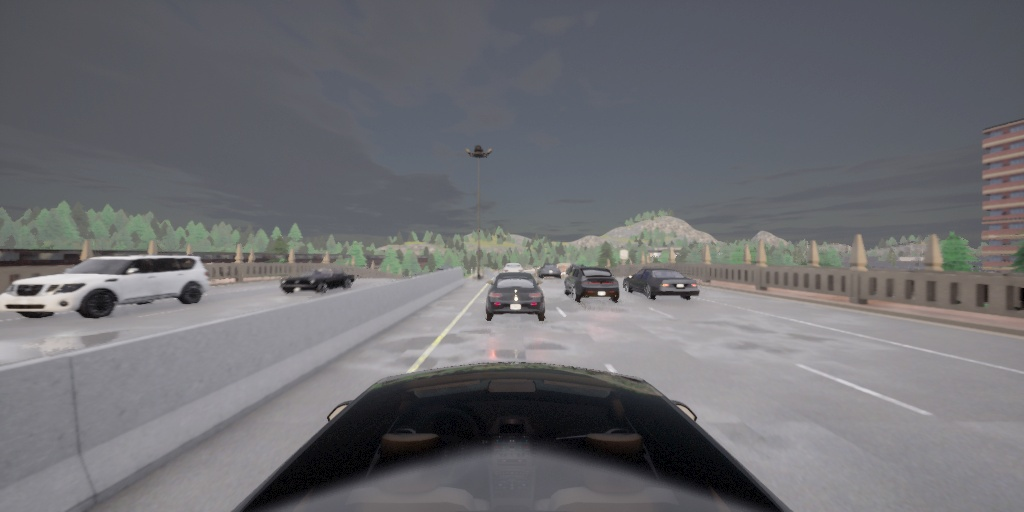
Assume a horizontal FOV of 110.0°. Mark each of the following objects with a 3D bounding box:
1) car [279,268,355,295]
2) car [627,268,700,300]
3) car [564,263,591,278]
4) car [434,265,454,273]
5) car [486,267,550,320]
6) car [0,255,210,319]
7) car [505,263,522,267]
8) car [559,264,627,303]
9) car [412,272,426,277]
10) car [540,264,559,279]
[{"bbox_3d":[-10.593,1.351,19.889,1.895,1.301,4.718,0,0,0],"label":"car"},{"bbox_3d":[7.106,1.298,17.659,2.033,1.411,5.357,0,0,0],"label":"car"},{"bbox_3d":[7.113,1.671,39.506,2.128,1.511,4.902,0,-3,0],"label":"car"},{"bbox_3d":[-7.075,1.688,38.575,1.994,1.385,4.181,0,-3,0],"label":"car"},{"bbox_3d":[0.105,1.276,12.473,1.812,1.442,4.674,0,0,0],"label":"car"},{"bbox_3d":[-14.097,0.972,13.115,2.150,2.045,5.566,0,0,0],"label":"car"},{"bbox_3d":[0.109,1.330,30.195,1.812,1.442,4.674,0,-1,0],"label":"car"},{"bbox_3d":[3.604,1.256,16.835,1.837,1.490,4.892,0,0,0],"label":"car"},{"bbox_3d":[-14.040,3.218,55.341,1.994,1.385,4.181,0,-7,0],"label":"car"},{"bbox_3d":[3.611,1.523,35.190,1.994,1.385,4.181,0,-2,0],"label":"car"}]
